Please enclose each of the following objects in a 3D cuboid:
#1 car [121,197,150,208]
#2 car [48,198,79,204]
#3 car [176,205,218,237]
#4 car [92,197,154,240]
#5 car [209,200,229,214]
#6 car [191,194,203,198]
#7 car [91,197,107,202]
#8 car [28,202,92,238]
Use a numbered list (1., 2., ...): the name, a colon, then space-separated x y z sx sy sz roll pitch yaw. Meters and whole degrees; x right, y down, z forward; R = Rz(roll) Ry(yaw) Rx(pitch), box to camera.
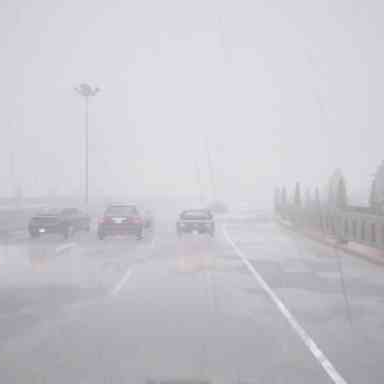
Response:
1. car: -8.103 1.479 48.326 1.882 1.535 5.008 0 0 20
2. car: -16.857 1.493 43.744 2.128 1.511 4.902 0 0 16
3. car: 0.259 1.602 17.942 1.895 1.301 4.718 0 0 2
4. car: -3.249 1.353 17.199 2.097 1.767 4.553 0 0 2
5. car: 2.812 1.527 35.552 1.812 1.442 4.674 0 0 13
6. car: 1.613 1.140 80.592 1.812 1.442 4.674 0 0 38
7. car: -12.555 1.504 45.970 1.837 1.490 4.892 0 0 18
8. car: -6.740 1.506 17.594 1.837 1.490 4.892 0 0 2
